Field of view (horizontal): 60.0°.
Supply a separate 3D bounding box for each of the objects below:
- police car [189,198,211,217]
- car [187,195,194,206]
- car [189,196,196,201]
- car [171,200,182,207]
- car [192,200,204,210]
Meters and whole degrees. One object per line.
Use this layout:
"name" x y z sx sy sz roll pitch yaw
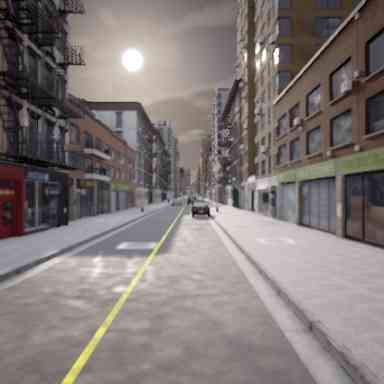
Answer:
"police car" 0.919 1.770 35.313 1.930 1.638 5.238 0 -1 0
"car" 0.040 1.761 71.971 2.150 2.045 5.566 0 0 0
"car" 0.924 1.785 45.174 2.097 1.767 4.553 0 -1 0
"car" -2.975 2.173 65.711 1.994 1.385 4.181 0 0 0
"car" 0.929 2.014 51.201 1.812 1.442 4.674 0 -1 0
